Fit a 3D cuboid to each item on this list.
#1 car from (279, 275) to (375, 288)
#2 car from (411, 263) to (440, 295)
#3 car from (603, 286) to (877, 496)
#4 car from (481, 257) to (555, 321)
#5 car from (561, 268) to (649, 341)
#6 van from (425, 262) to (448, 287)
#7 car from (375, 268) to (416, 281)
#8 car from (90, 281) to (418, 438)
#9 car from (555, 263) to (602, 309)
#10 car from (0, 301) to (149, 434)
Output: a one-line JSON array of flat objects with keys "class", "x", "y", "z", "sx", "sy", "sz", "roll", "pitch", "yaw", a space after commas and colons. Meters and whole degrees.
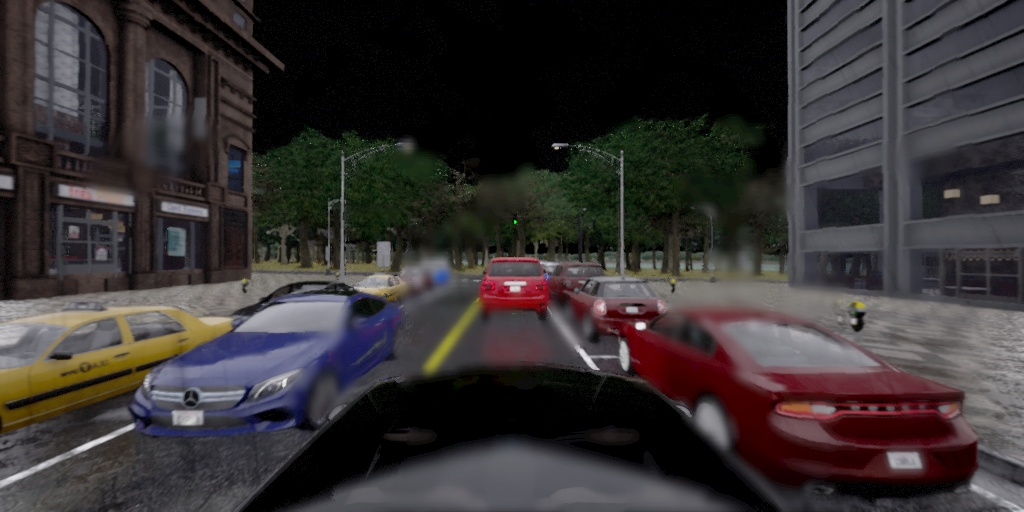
[{"class": "car", "x": -5.767, "y": 1.401, "z": 10.172, "sx": 1.948, "sy": 1.339, "sz": 4.313, "roll": 0, "pitch": 0, "yaw": 0}, {"class": "car", "x": -5.774, "y": 1.386, "z": 21.047, "sx": 1.967, "sy": 1.591, "sz": 4.097, "roll": 0, "pitch": 0, "yaw": 0}, {"class": "car", "x": 2.761, "y": 1.326, "z": 4.740, "sx": 1.888, "sy": 1.381, "sz": 4.507, "roll": 0, "pitch": 0, "yaw": 0}, {"class": "car", "x": 0.092, "y": 1.085, "z": 13.121, "sx": 2.150, "sy": 2.045, "sz": 5.566, "roll": 0, "pitch": -1, "yaw": 0}, {"class": "car", "x": 2.758, "y": 1.275, "z": 10.177, "sx": 1.967, "sy": 1.591, "sz": 4.097, "roll": 0, "pitch": 0, "yaw": 0}, {"class": "van", "x": -5.777, "y": 1.342, "z": 26.484, "sx": 1.690, "sy": 1.789, "sz": 3.998, "roll": 0, "pitch": 0, "yaw": 0}, {"class": "car", "x": -5.770, "y": 1.416, "z": 15.440, "sx": 1.751, "sy": 1.417, "sz": 4.829, "roll": 0, "pitch": 0, "yaw": 0}, {"class": "car", "x": -3.098, "y": 1.316, "z": 5.761, "sx": 1.812, "sy": 1.442, "sz": 4.674, "roll": 0, "pitch": -1, "yaw": 0}, {"class": "car", "x": 2.755, "y": 1.205, "z": 15.615, "sx": 2.192, "sy": 1.841, "sz": 5.009, "roll": 0, "pitch": 0, "yaw": 0}, {"class": "car", "x": -5.764, "y": 1.306, "z": 4.566, "sx": 1.751, "sy": 1.417, "sz": 4.829, "roll": 0, "pitch": 0, "yaw": 0}]
